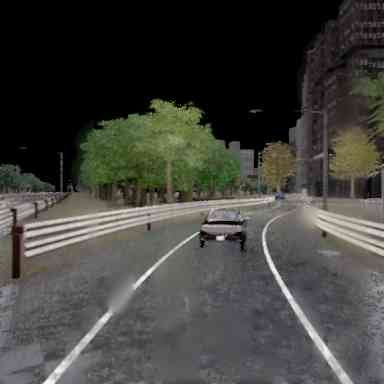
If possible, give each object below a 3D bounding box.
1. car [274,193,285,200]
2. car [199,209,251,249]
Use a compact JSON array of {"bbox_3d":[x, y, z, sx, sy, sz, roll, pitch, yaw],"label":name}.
[{"bbox_3d":[23.842,1.207,90.535,2.150,2.045,5.566,0,0,5],"label":"car"},{"bbox_3d":[1.512,1.498,14.746,2.128,1.511,4.902,0,0,11],"label":"car"}]
